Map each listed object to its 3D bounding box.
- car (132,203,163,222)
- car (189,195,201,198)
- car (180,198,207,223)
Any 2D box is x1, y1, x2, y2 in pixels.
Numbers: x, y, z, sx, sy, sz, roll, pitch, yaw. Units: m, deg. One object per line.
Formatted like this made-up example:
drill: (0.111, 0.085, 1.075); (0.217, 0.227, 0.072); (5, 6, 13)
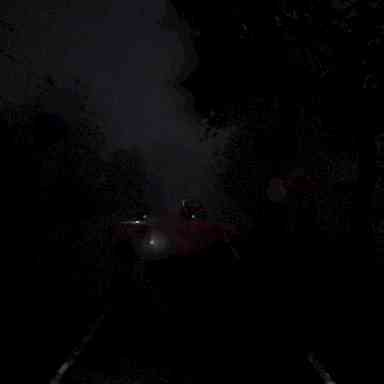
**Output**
car: (-3.319, 1.531, 25.400); (1.994, 1.385, 4.181); (0, 0, 0)
car: (0.394, 1.134, 41.986); (2.097, 1.767, 4.553); (0, 0, 2)
car: (0.115, 1.452, 24.944); (2.128, 1.511, 4.902); (0, 0, 0)
